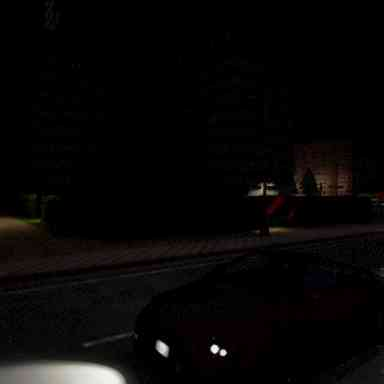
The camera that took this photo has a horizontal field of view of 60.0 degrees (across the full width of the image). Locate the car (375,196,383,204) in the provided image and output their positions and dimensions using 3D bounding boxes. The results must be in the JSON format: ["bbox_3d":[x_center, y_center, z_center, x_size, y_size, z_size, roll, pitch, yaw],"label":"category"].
[{"bbox_3d":[48.233,2.285,81.899,1.970,1.475,3.806,1,0,-36],"label":"car"}]

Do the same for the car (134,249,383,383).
[{"bbox_3d":[1.291,1.604,4.915,4.181,1.385,1.994,1,0,-35],"label":"car"}]
